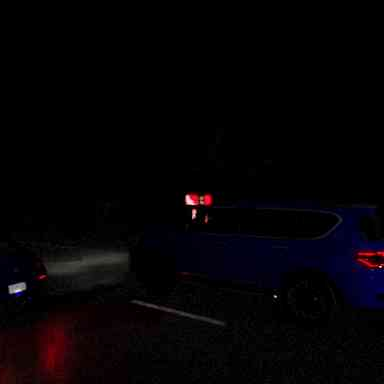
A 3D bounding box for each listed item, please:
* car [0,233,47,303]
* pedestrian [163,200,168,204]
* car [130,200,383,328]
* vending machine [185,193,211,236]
[{"bbox_3d":[-4.980,1.467,6.895,4.674,1.442,1.812,0,0,31],"label":"car"},{"bbox_3d":[-1.460,1.046,16.773,0.375,1.860,0.375,1,1,30],"label":"pedestrian"},{"bbox_3d":[1.207,1.192,7.184,5.566,2.045,2.150,0,0,33],"label":"car"},{"bbox_3d":[0.311,1.107,17.095,0.880,2.100,1.100,1,0,30],"label":"vending machine"}]
